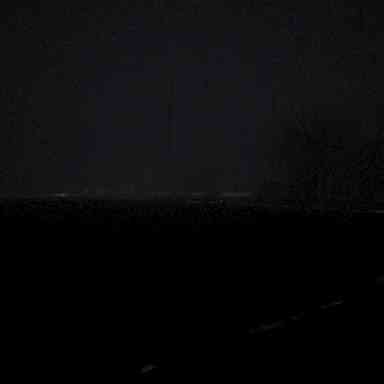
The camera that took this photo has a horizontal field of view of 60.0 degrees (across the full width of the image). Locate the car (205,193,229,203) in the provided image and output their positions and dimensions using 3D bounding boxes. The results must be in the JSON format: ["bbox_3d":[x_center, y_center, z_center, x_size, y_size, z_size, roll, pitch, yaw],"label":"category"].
[{"bbox_3d":[4.367,1.006,57.879,2.097,1.767,4.553,-1,1,-35],"label":"car"}]
